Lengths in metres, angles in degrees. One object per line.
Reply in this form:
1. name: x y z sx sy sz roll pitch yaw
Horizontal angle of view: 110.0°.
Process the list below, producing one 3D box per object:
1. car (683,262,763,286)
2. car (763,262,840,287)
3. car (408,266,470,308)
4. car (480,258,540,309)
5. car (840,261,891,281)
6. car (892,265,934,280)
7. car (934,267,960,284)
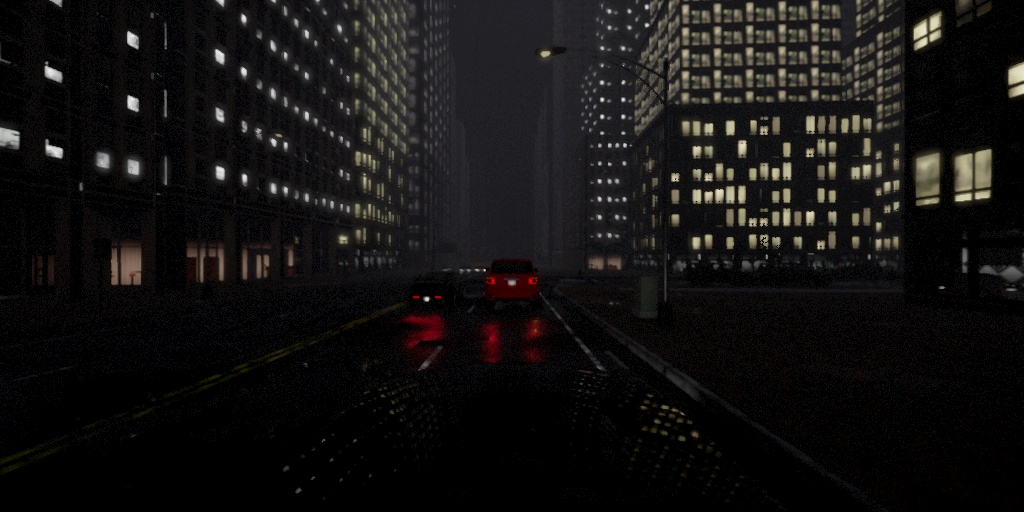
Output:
1. car: 15.987 1.419 27.826 5.009 1.841 2.192 0 0 3
2. car: 21.542 1.427 27.629 5.009 1.841 2.192 0 0 3
3. car: -3.246 1.400 16.128 1.837 1.490 4.892 0 0 0
4. car: 0.000 1.105 15.853 2.150 2.045 5.566 0 0 0
5. car: 33.057 1.424 34.928 5.009 1.841 2.192 0 0 3
6. car: 38.608 1.558 34.635 4.097 1.591 1.967 0 0 3
7. car: 38.272 1.657 29.325 4.674 1.442 1.812 0 0 3
